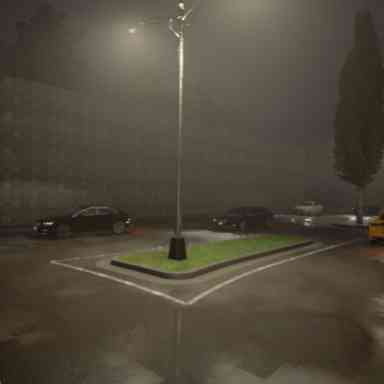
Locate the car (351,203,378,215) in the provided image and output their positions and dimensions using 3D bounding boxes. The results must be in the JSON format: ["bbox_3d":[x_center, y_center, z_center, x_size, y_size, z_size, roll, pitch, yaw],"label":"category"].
[{"bbox_3d":[19.834,1.927,37.933,1.895,1.301,4.718,1,0,44],"label":"car"}]

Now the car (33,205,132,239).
[{"bbox_3d":[-5.412,1.422,16.942,4.902,1.511,2.128,1,0,-44],"label":"car"}]

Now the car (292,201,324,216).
[{"bbox_3d":[12.367,1.738,35.248,1.812,1.442,4.674,1,0,44],"label":"car"}]

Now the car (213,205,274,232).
[{"bbox_3d":[3.299,1.571,20.706,1.837,1.490,4.892,1,0,44],"label":"car"}]

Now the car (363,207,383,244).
[{"bbox_3d":[9.995,1.639,15.803,1.882,1.535,5.008,1,0,43],"label":"car"}]
